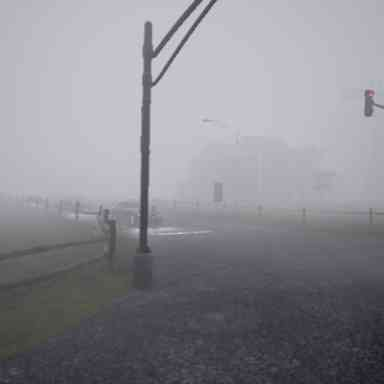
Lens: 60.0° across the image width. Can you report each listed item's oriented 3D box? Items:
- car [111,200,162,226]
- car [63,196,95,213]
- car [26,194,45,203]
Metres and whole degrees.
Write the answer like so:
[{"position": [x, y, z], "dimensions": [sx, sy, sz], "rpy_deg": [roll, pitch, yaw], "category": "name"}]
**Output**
[{"position": [-3.725, 1.301, 21.894], "dimensions": [1.837, 1.490, 4.892], "rpy_deg": [2, 0, -35], "category": "car"}, {"position": [-10.965, 1.111, 32.105], "dimensions": [1.882, 1.535, 5.008], "rpy_deg": [2, 0, -35], "category": "car"}, {"position": [-23.442, 0.959, 49.851], "dimensions": [1.895, 1.301, 4.718], "rpy_deg": [2, 0, -35], "category": "car"}]
